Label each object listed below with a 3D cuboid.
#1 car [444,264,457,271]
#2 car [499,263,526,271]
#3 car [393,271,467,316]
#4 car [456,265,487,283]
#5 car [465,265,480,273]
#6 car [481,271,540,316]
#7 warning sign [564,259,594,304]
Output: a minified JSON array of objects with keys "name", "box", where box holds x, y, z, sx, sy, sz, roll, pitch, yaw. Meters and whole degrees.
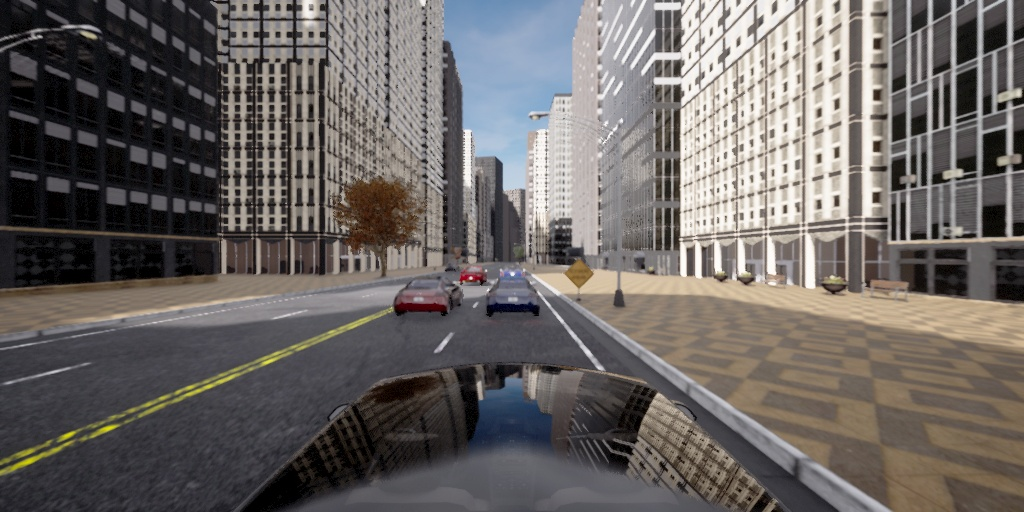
[{"name":"car","box":[-9.779,2.043,59.238,2.033,1.411,5.357,0,-1,1]},{"name":"car","box":[0.054,1.454,28.977,2.097,1.767,4.553,0,-1,0]},{"name":"car","box":[-3.197,1.478,14.355,1.994,1.385,4.181,0,-1,0]},{"name":"car","box":[-3.185,1.599,30.392,1.882,1.535,5.008,0,0,0]},{"name":"car","box":[-6.533,2.096,59.230,1.895,1.301,4.718,0,-1,1]},{"name":"car","box":[0.053,1.477,14.281,1.994,1.385,4.181,0,-1,1]},{"name":"warning sign","box":[2.854,1.042,15.369,1.300,1.860,1.060,0,0,0]}]
